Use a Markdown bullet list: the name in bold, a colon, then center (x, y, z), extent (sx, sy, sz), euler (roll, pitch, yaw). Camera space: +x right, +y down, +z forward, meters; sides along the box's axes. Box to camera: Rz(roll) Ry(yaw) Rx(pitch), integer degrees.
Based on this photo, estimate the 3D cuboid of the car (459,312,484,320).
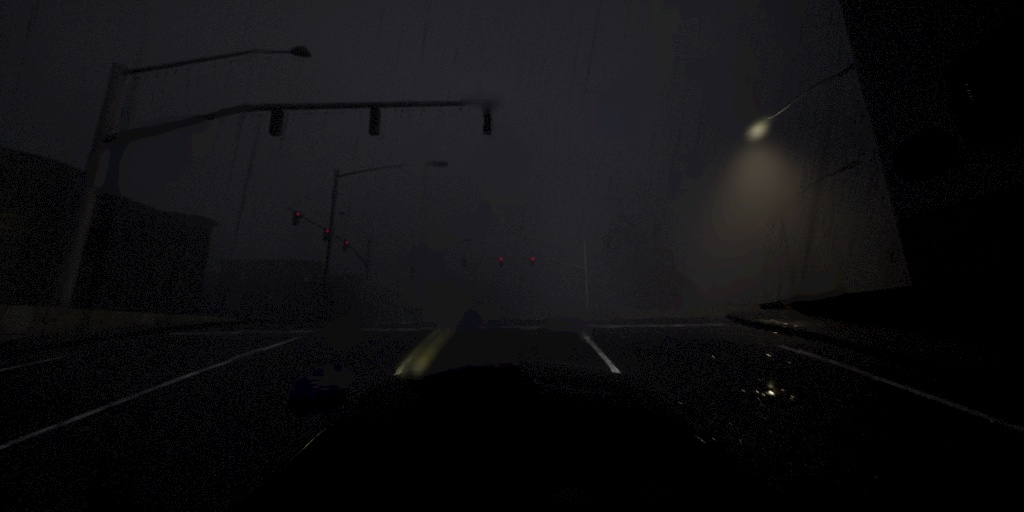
- **car**: center (-3.418, 5.538, 31.114), extent (2.033, 1.411, 5.357), euler (-1, -12, 0)
